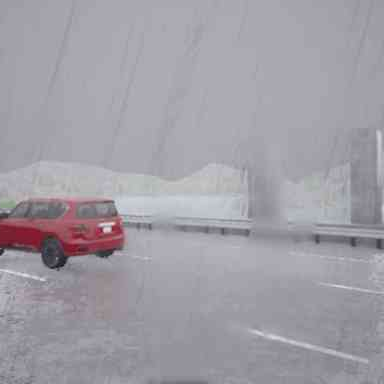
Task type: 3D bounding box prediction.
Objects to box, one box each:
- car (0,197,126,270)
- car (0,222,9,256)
[{"bbox_3d":[-4.756,1.202,11.200,5.566,2.045,2.150,0,0,32],"label":"car"},{"bbox_3d":[-6.846,1.515,8.351,4.674,1.442,1.812,0,0,32],"label":"car"}]
